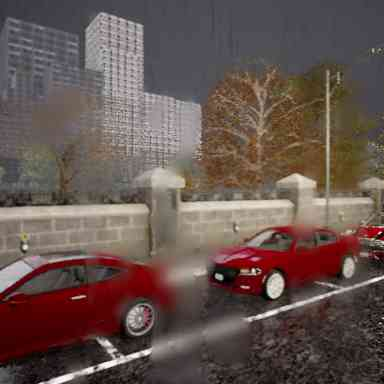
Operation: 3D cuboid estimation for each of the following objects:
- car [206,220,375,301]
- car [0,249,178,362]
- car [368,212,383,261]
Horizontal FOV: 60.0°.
[{"bbox_3d":[2.399,1.527,8.273,4.507,1.381,1.887,0,0,-36],"label":"car"},{"bbox_3d":[-2.180,1.581,5.002,4.206,1.307,1.802,0,0,-36],"label":"car"},{"bbox_3d":[6.979,1.410,11.544,4.097,1.590,1.967,0,0,-36],"label":"car"}]
